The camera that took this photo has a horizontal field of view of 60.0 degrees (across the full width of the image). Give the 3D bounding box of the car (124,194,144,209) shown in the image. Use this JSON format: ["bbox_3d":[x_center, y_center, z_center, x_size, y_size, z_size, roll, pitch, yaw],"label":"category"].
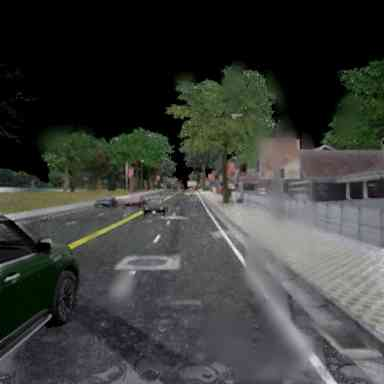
[{"bbox_3d":[-6.576,1.073,38.626,1.882,1.535,5.008,0,1,0],"label":"car"}]

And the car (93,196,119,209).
[{"bbox_3d":[-9.829,1.144,38.578,2.033,1.411,5.357,0,1,0],"label":"car"}]

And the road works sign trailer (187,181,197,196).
[{"bbox_3d":[0.029,-0.934,81.176,2.380,3.560,2.880,0,1,1],"label":"road works sign trailer"}]

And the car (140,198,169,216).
[{"bbox_3d":[-3.137,1.351,29.786,1.895,1.301,4.718,0,1,0],"label":"car"}]

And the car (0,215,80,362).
[{"bbox_3d":[-3.149,1.210,3.817,2.150,2.045,5.566,0,0,0],"label":"car"}]
